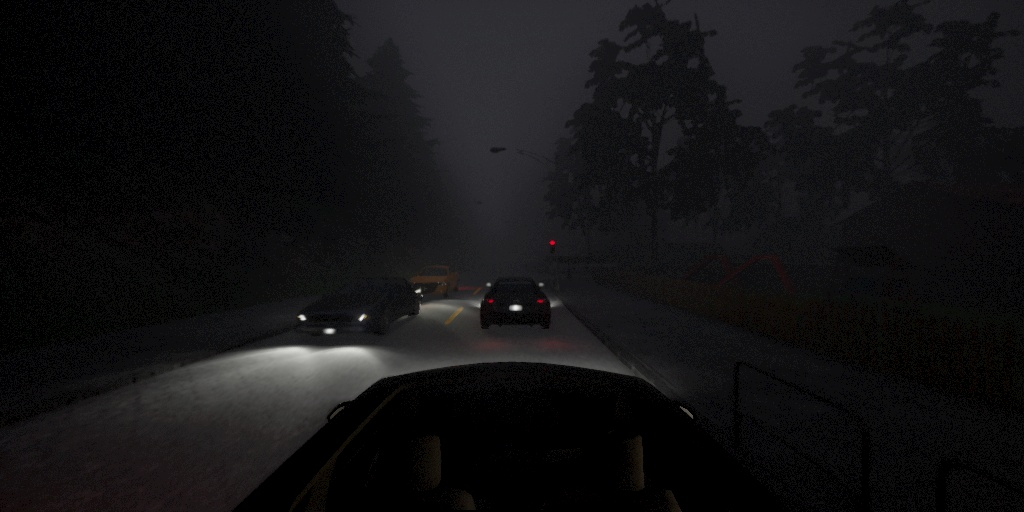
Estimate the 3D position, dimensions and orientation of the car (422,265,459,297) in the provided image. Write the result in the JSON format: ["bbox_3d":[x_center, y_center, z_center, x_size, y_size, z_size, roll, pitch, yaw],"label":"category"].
[{"bbox_3d":[-4.005,1.247,19.106,1.882,1.535,5.008,0,0,0],"label":"car"}]

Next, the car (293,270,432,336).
[{"bbox_3d":[-4.094,1.308,10.701,2.033,1.411,5.357,0,0,0],"label":"car"}]

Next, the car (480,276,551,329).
[{"bbox_3d":[0.098,1.324,11.343,1.994,1.385,4.181,0,0,0],"label":"car"}]
